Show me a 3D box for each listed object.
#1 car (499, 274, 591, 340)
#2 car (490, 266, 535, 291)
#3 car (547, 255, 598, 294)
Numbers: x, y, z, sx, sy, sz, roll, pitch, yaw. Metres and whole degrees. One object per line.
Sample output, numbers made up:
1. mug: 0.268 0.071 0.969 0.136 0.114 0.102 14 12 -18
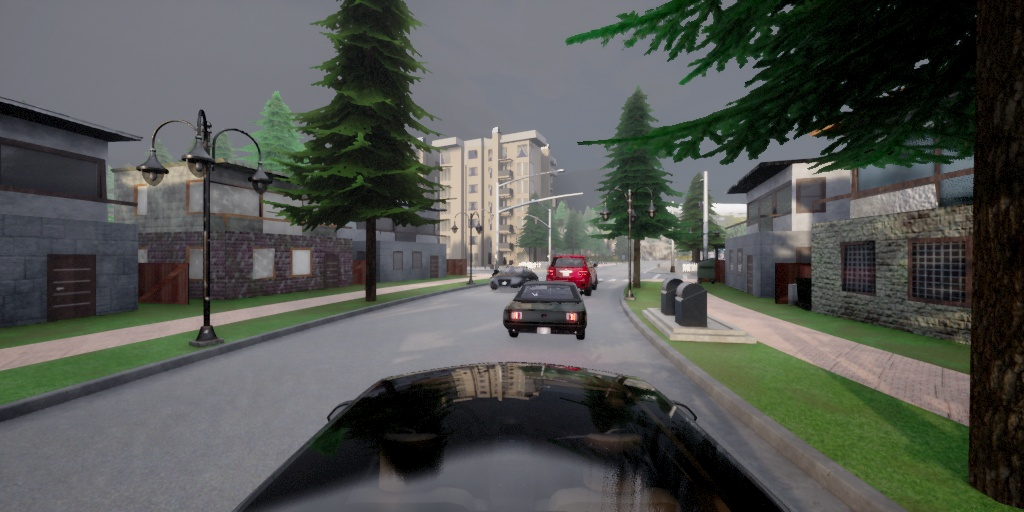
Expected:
1. car: 1.071 1.351 10.057 1.895 1.301 4.718 0 0 9
2. car: 0.209 1.315 21.545 1.994 1.385 4.181 0 0 19
3. car: 3.366 0.971 19.553 2.150 2.045 5.566 0 0 18
